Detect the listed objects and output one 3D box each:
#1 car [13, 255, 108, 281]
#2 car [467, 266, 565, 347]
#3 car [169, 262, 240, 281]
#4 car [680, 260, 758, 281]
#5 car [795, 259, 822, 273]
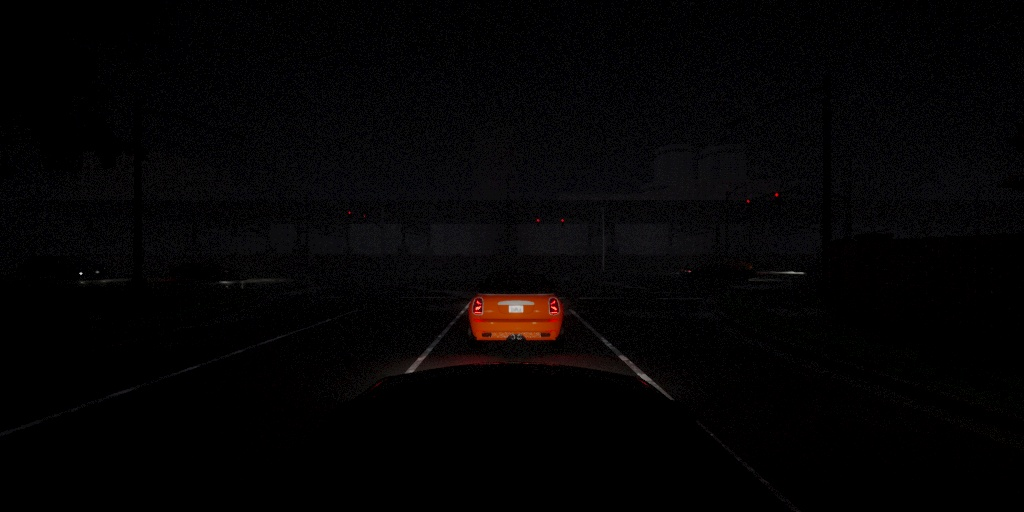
[{"bbox_3d":[-37.217,0.970,29.899,5.566,2.045,2.150,0,0,2],"label":"car"},{"bbox_3d":[0.083,1.103,9.471,2.097,1.767,4.553,0,0,0],"label":"car"},{"bbox_3d":[-25.233,1.228,29.532,5.008,1.535,1.882,0,0,2],"label":"car"},{"bbox_3d":[16.322,1.228,28.469,5.357,1.411,2.033,0,0,1],"label":"car"},{"bbox_3d":[33.137,1.065,38.746,4.181,1.385,1.994,-1,0,1],"label":"car"}]
